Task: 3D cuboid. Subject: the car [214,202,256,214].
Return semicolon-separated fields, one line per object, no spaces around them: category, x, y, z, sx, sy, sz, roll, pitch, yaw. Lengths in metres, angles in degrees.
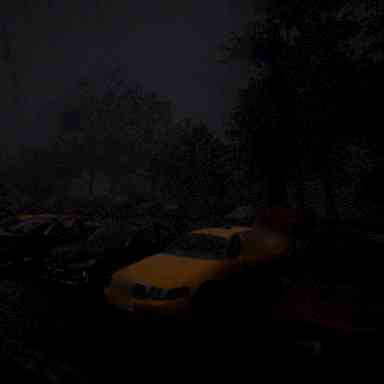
car;3.689;1.553;21.650;2.002;1.452;4.674;0;0;36

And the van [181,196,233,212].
van;1.504;1.292;23.357;1.878;1.987;4.442;0;0;36

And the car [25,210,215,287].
car;-1.661;1.511;9.396;2.231;1.521;4.892;0;0;36

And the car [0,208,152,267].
car;-3.925;1.516;11.003;2.231;1.521;4.892;0;0;36

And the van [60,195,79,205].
van;-9.650;1.318;31.356;1.878;1.987;4.442;0;0;36

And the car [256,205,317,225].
car;6.037;1.508;19.956;2.097;1.535;5.008;0;0;36

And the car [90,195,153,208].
car;-5.334;1.282;28.082;2.435;2.045;5.566;0;0;36

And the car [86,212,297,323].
car;0.483;1.502;7.622;1.946;1.575;5.366;0;0;36

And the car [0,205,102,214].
car;-6.285;1.517;12.476;1.946;1.575;5.366;0;0;36

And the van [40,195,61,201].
van;-12.145;1.323;32.858;1.878;1.987;4.442;-1;0;36

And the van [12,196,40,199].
van;-16.526;1.404;36.000;1.878;1.987;4.442;-1;-1;36

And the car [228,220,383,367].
car;2.830;1.529;6.131;2.163;1.488;4.792;0;0;36

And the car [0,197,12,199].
car;-18.812;1.677;37.555;1.946;1.575;5.366;-1;-1;36

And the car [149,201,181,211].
car;-0.714;1.563;24.801;2.002;1.452;4.674;0;0;36

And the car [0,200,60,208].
car;-8.452;1.400;14.219;2.185;1.767;4.553;0;0;36

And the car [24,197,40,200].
car;-14.201;1.580;34.482;2.097;1.535;5.008;-1;-1;36

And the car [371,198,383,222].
car;10.527;1.246;16.708;2.435;2.045;5.566;0;0;36

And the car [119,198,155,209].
car;-2.968;1.528;26.413;2.097;1.535;5.008;0;0;36

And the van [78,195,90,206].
van;-7.501;1.313;29.815;1.878;1.987;4.442;0;0;36
